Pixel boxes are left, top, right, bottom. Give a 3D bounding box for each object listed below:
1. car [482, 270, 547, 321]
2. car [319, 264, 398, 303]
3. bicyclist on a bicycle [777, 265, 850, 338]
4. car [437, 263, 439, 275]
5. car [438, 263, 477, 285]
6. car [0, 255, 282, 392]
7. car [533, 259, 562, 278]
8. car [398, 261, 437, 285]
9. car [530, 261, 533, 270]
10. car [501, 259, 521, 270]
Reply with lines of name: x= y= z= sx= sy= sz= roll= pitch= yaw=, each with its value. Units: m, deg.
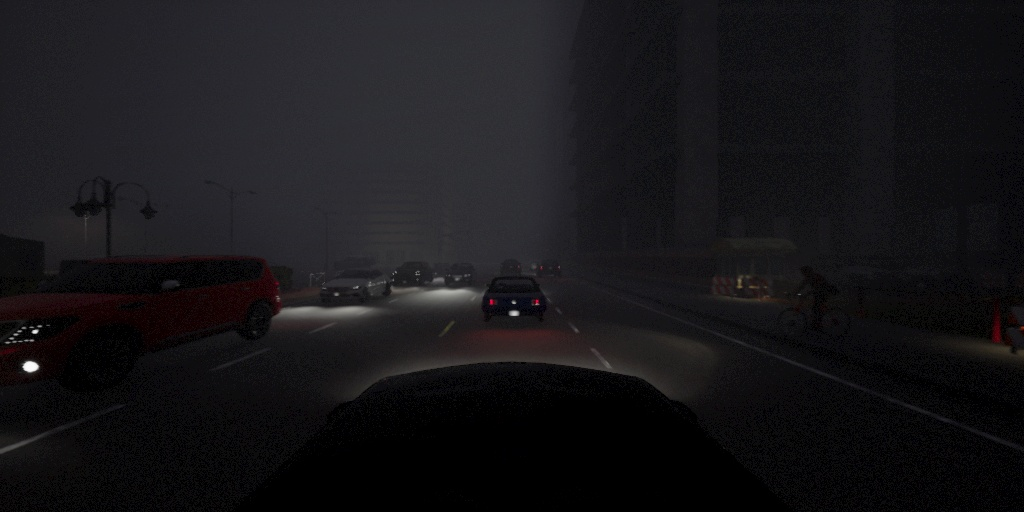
car: x=0.054 y=1.349 z=12.455 sx=1.895 sy=1.301 sz=4.718 roll=0 pitch=0 yaw=0
car: x=-7.166 y=1.290 z=16.936 sx=1.812 sy=1.442 sz=4.674 roll=0 pitch=0 yaw=0
bicyclist on a bicycle: x=6.735 y=1.034 z=8.013 sx=1.656 sy=1.620 sz=0.582 roll=0 pitch=0 yaw=0
car: x=-7.183 y=1.361 z=35.947 sx=1.895 sy=1.301 sz=4.718 roll=0 pitch=0 yaw=0
car: x=-3.620 y=1.268 z=25.959 sx=2.128 sy=1.511 sz=4.902 roll=0 pitch=0 yaw=0
car: x=-7.121 y=0.988 z=7.128 sx=2.150 sy=2.045 sz=5.566 roll=0 pitch=0 yaw=0
car: x=3.439 y=1.087 z=34.163 sx=2.097 sy=1.767 sz=4.553 roll=0 pitch=0 yaw=0
car: x=-7.121 y=1.155 z=25.970 sx=2.097 sy=1.767 sz=4.553 roll=0 pitch=0 yaw=0
car: x=3.351 y=1.257 z=47.749 sx=1.812 sy=1.442 sz=4.674 roll=0 pitch=0 yaw=0
car: x=-0.105 y=1.094 z=37.282 sx=2.097 sy=1.767 sz=4.553 roll=0 pitch=0 yaw=0
